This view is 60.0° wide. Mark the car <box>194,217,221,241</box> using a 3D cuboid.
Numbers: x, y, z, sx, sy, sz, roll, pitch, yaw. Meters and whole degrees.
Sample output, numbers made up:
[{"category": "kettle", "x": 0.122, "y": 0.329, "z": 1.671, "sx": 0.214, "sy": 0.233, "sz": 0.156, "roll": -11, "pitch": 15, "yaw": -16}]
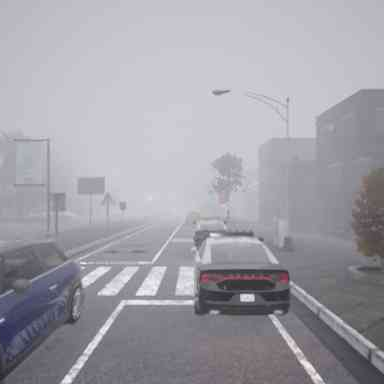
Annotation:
[{"category": "car", "x": 1.055, "y": 2.625, "z": 24.412, "sx": 1.812, "sy": 1.442, "sz": 4.674, "roll": 0, "pitch": -3, "yaw": 0}]

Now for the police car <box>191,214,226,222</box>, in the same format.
[{"category": "police car", "x": 1.030, "y": 2.252, "z": 18.528, "sx": 1.930, "sy": 1.638, "sz": 5.238, "roll": 0, "pitch": -3, "yaw": 0}]

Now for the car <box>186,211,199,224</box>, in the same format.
[{"category": "car", "x": 0.193, "y": 3.465, "z": 46.523, "sx": 2.097, "sy": 1.767, "sz": 4.553, "roll": 0, "pitch": -3, "yaw": 1}]

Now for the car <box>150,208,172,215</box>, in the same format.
[{"category": "car", "x": -8.495, "y": 5.439, "z": 86.855, "sx": 4.892, "sy": 1.521, "sz": 2.231, "roll": 0, "pitch": -3, "yaw": 0}]

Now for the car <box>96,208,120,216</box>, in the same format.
[{"category": "car", "x": -21.589, "y": 5.305, "z": 84.159, "sx": 5.008, "sy": 1.535, "sz": 2.097, "roll": 0, "pitch": -3, "yaw": 0}]

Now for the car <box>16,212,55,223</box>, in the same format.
[{"category": "car", "x": -21.783, "y": 3.580, "z": 46.015, "sx": 4.674, "sy": 1.452, "sz": 2.002, "roll": 0, "pitch": -3, "yaw": 0}]

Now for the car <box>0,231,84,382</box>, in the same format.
[{"category": "car", "x": -3.237, "y": 1.574, "z": 4.841, "sx": 2.097, "sy": 1.767, "sz": 4.553, "roll": 0, "pitch": -2, "yaw": 0}]

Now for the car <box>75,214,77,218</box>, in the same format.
[{"category": "car", "x": -21.735, "y": 4.027, "z": 55.703, "sx": 4.674, "sy": 1.452, "sz": 2.002, "roll": 0, "pitch": -3, "yaw": 0}]

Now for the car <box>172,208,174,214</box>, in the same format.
[{"category": "car", "x": -8.516, "y": 5.327, "z": 89.666, "sx": 5.566, "sy": 2.045, "sz": 2.435, "roll": 0, "pitch": -3, "yaw": 0}]

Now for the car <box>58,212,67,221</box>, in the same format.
[{"category": "car", "x": -21.764, "y": 3.692, "z": 49.290, "sx": 4.892, "sy": 1.521, "sz": 2.231, "roll": 0, "pitch": -3, "yaw": 0}]

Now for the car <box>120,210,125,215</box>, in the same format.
[{"category": "car", "x": -21.573, "y": 5.581, "z": 89.721, "sx": 5.008, "sy": 1.535, "sz": 2.097, "roll": 0, "pitch": -3, "yaw": 0}]

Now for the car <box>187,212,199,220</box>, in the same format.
[{"category": "car", "x": 0.231, "y": 4.275, "z": 59.951, "sx": 2.033, "sy": 1.411, "sz": 5.357, "roll": 0, "pitch": -3, "yaw": 0}]

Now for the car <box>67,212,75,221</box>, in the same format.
[{"category": "car", "x": -21.759, "y": 3.842, "z": 52.559, "sx": 5.008, "sy": 1.535, "sz": 2.097, "roll": 0, "pitch": -3, "yaw": 0}]

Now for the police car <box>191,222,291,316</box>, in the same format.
[{"category": "police car", "x": 0.996, "y": 1.798, "z": 8.528, "sx": 1.930, "sy": 1.638, "sz": 5.238, "roll": 0, "pitch": -2, "yaw": 0}]
